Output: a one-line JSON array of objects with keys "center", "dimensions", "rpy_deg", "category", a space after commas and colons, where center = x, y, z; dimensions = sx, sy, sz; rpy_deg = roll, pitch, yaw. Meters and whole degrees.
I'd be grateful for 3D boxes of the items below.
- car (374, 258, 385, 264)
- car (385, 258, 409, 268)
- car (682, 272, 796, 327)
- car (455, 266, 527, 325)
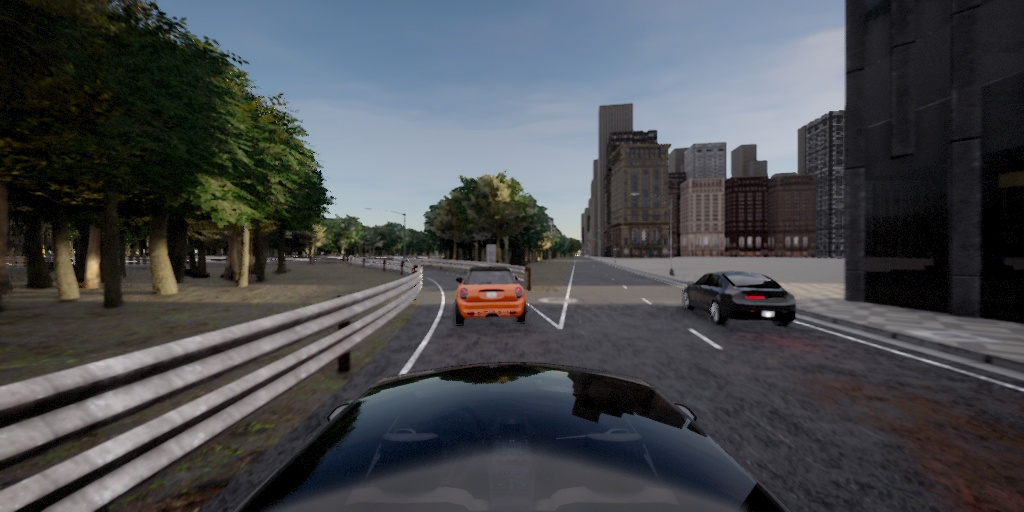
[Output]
[{"center": [-22.127, 1.022, 60.562], "dimensions": [1.895, 1.301, 4.718], "rpy_deg": [0, 1, -29], "category": "car"}, {"center": [-16.372, 1.057, 52.047], "dimensions": [1.837, 1.490, 4.892], "rpy_deg": [0, 1, -36], "category": "car"}, {"center": [7.078, 1.256, 11.692], "dimensions": [1.837, 1.490, 4.892], "rpy_deg": [0, 0, 10], "category": "car"}, {"center": [-0.837, 1.133, 12.288], "dimensions": [2.097, 1.767, 4.553], "rpy_deg": [0, 0, -7], "category": "car"}]
